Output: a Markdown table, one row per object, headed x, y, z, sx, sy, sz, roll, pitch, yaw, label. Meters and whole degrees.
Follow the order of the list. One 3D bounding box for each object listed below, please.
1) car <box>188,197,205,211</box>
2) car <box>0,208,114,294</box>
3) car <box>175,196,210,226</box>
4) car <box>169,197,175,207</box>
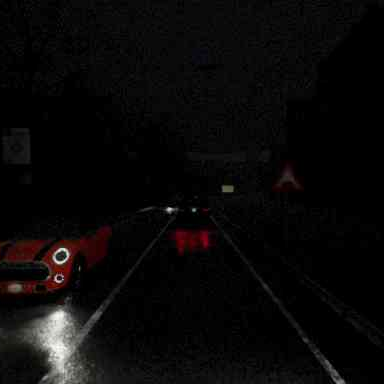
| x | y | z | sx | sy | sz | roll | pitch | yaw | label |
| --- | --- | --- | --- | --- | --- | --- | --- | --- | --- |
| 0.673 | 1.528 | 42.936 | 1.801 | 1.575 | 5.366 | 0 | 1 | 5 | car |
| -3.587 | 1.368 | 9.005 | 2.097 | 1.767 | 4.553 | 0 | 0 | 0 | car |
| 0.132 | 1.264 | 24.027 | 2.150 | 2.045 | 5.566 | 0 | 0 | 0 | car |
| -2.145 | 1.455 | 50.439 | 1.882 | 1.535 | 5.008 | 1 | 1 | 9 | car |
